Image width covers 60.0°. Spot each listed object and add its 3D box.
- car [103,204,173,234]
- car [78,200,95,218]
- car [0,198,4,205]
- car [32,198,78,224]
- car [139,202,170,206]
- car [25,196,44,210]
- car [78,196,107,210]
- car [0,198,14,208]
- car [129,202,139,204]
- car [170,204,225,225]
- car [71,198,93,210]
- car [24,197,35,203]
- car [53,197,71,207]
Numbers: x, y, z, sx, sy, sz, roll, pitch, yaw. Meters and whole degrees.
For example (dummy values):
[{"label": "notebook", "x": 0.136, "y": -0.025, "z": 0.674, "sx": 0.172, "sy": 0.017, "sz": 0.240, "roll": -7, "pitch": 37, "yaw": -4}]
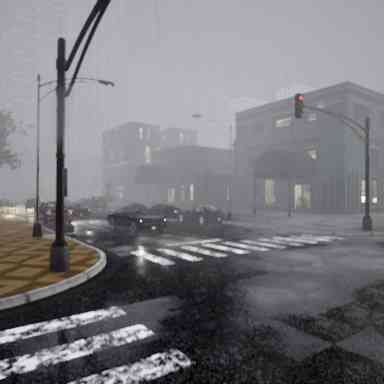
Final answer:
[{"label": "car", "x": -3.271, "y": 1.599, "z": 19.423, "sx": 1.895, "sy": 1.301, "sz": 4.718, "roll": 1, "pitch": -1, "yaw": -35}, {"label": "car", "x": -10.677, "y": 1.659, "z": 30.099, "sx": 1.895, "sy": 1.301, "sz": 4.718, "roll": 1, "pitch": -1, "yaw": -35}, {"label": "car", "x": -38.608, "y": 1.815, "z": 65.793, "sx": 1.947, "sy": 1.339, "sz": 4.313, "roll": 0, "pitch": 0, "yaw": -35}, {"label": "car", "x": -10.230, "y": 1.453, "z": 24.678, "sx": 1.967, "sy": 1.590, "sz": 4.097, "roll": 0, "pitch": 0, "yaw": -35}, {"label": "car", "x": -2.529, "y": 1.646, "z": 28.734, "sx": 1.947, "sy": 1.339, "sz": 4.313, "roll": 0, "pitch": 0, "yaw": -35}, {"label": "car", "x": -22.161, "y": 1.661, "z": 46.801, "sx": 1.837, "sy": 1.490, "sz": 4.892, "roll": 1, "pitch": -1, "yaw": -34}, {"label": "car", "x": -12.667, "y": 1.477, "z": 43.262, "sx": 2.192, "sy": 1.841, "sz": 5.009, "roll": 0, "pitch": 0, "yaw": -35}, {"label": "car", "x": -29.017, "y": 1.694, "z": 51.973, "sx": 1.752, "sy": 1.417, "sz": 4.829, "roll": 0, "pitch": 0, "yaw": -35}, {"label": "car", "x": -5.654, "y": 1.688, "z": 33.235, "sx": 1.802, "sy": 1.307, "sz": 4.206, "roll": 0, "pitch": 0, "yaw": -35}, {"label": "car", "x": 0.597, "y": 1.606, "z": 24.230, "sx": 2.008, "sy": 1.369, "sz": 4.403, "roll": 0, "pitch": 0, "yaw": -35}, {"label": "car", "x": -15.859, "y": 1.628, "z": 47.803, "sx": 1.967, "sy": 1.590, "sz": 4.097, "roll": 0, "pitch": 0, "yaw": -35}, {"label": "car", "x": -41.220, "y": 1.950, "z": 84.254, "sx": 2.008, "sy": 1.369, "sz": 4.403, "roll": 0, "pitch": 0, "yaw": -35}, {"label": "car", "x": -22.230, "y": 1.680, "z": 56.893, "sx": 1.967, "sy": 1.590, "sz": 4.097, "roll": 0, "pitch": 0, "yaw": -35}]
